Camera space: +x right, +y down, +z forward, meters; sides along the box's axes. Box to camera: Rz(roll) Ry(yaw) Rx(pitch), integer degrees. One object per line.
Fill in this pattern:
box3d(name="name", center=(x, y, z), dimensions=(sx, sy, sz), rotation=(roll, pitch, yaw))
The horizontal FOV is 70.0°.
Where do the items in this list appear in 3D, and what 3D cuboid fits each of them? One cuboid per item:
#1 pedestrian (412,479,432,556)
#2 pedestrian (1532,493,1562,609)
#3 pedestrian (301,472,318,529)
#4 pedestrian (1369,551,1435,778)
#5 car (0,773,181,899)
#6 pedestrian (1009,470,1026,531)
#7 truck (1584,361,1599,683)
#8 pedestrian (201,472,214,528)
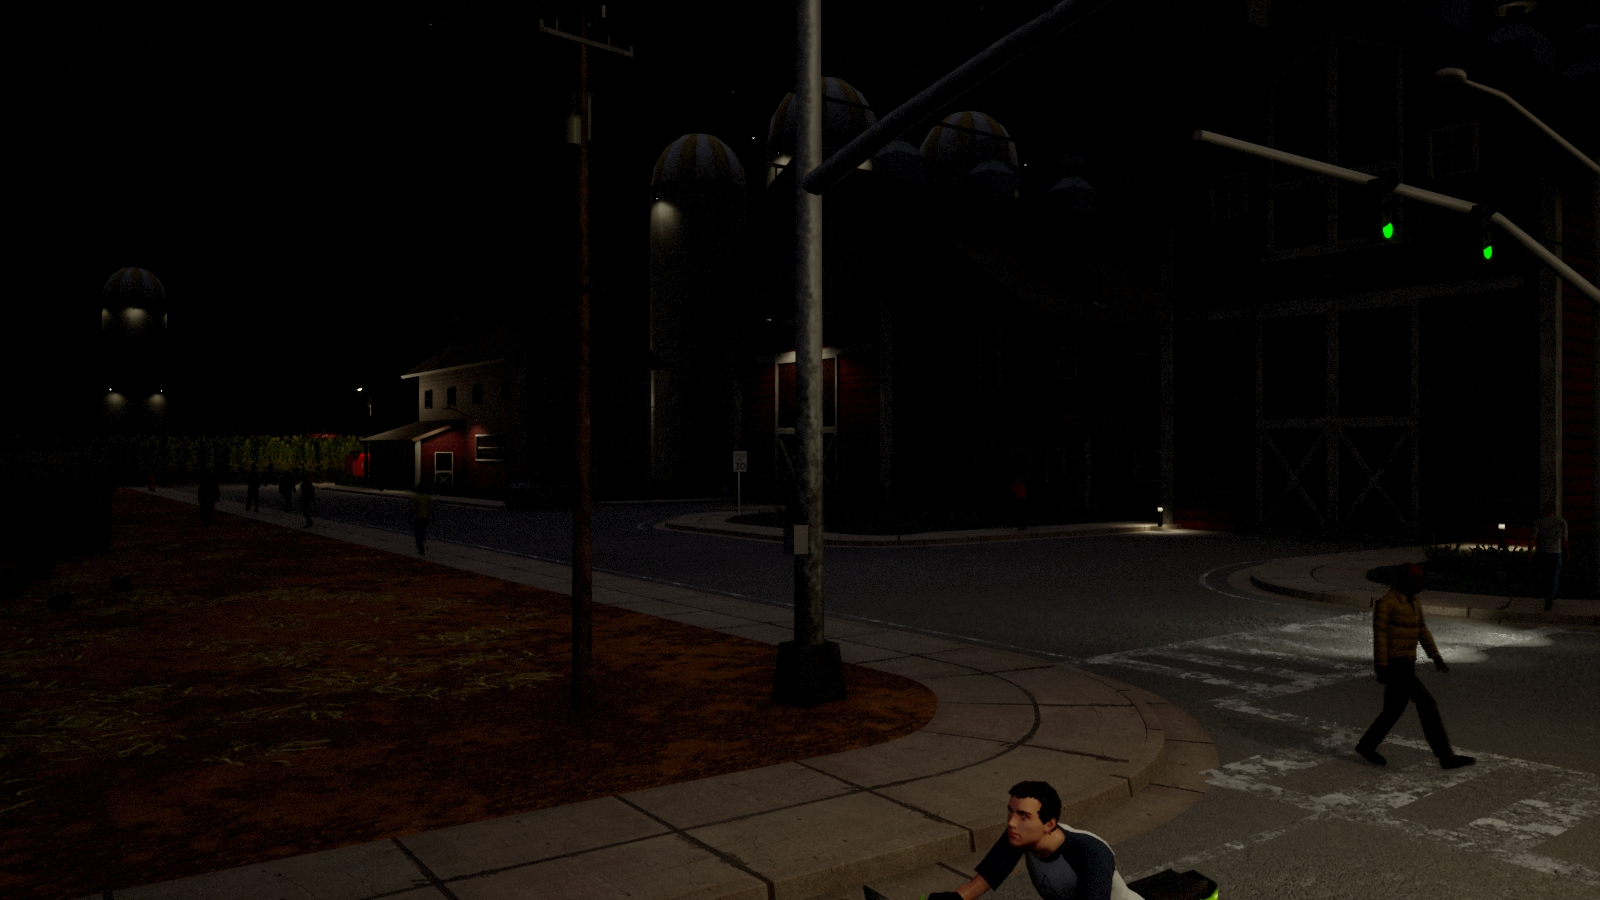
box3d(name="pedestrian", center=(-9.372, 1.665, 28.321), dimensions=(0.375, 1.860, 0.375), rotation=(0, 0, -33))
box3d(name="pedestrian", center=(12.319, 1.657, 18.848), dimensions=(0.375, 1.860, 0.375), rotation=(0, 0, 40))
box3d(name="pedestrian", center=(-16.296, 1.665, 37.943), dimensions=(0.375, 1.860, 0.375), rotation=(0, 0, 32))
box3d(name="pedestrian", center=(5.187, 1.825, 9.847), dimensions=(0.375, 1.860, 0.375), rotation=(0, 0, -35))
box3d(name="car", center=(-3.384, 1.906, 1.453), dimensions=(4.553, 1.767, 2.097), rotation=(0, 0, -35))
box3d(name="pedestrian", center=(6.668, 1.535, 35.026), dimensions=(0.375, 1.860, 0.375), rotation=(0, 0, -21))
box3d(name="truck", center=(13.074, 0.866, 11.140), dimensions=(2.891, 3.827, 8.468), rotation=(0, 0, -36))
box3d(name="pedestrian", center=(-19.801, 1.667, 38.172), dimensions=(0.375, 1.860, 0.375), rotation=(0, 0, -30))
